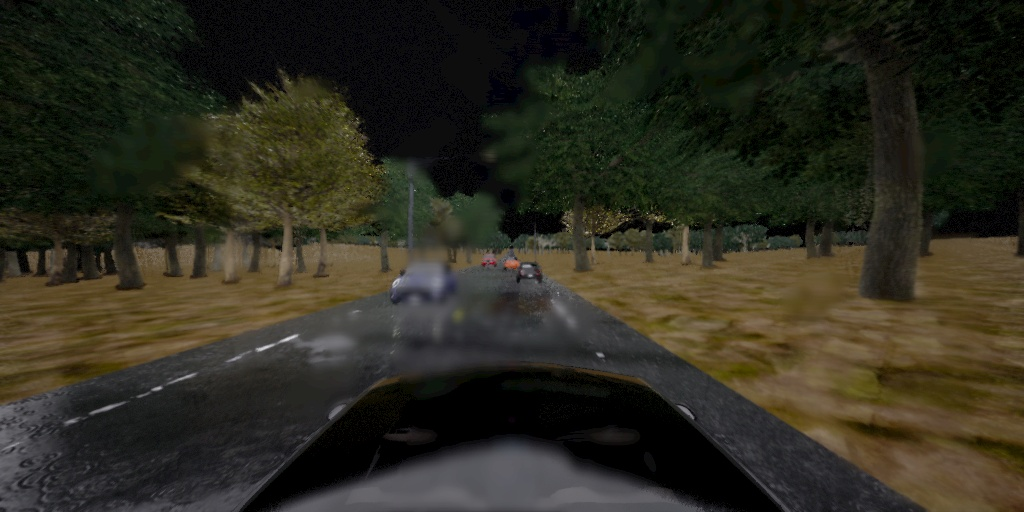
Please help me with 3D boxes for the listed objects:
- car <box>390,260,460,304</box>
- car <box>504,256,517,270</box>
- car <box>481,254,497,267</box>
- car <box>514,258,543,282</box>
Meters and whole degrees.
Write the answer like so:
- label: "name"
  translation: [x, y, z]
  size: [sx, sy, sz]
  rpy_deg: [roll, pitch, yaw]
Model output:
- label: "car"
  translation: [-3.583, 1.007, 15.453]
  size: [2.097, 1.767, 4.553]
  rpy_deg: [0, 0, 0]
- label: "car"
  translation: [0.040, 0.841, 46.774]
  size: [2.097, 1.767, 4.553]
  rpy_deg: [0, 0, 1]
- label: "car"
  translation: [-3.521, 0.667, 55.968]
  size: [2.150, 2.045, 5.566]
  rpy_deg: [0, 0, 1]
- label: "car"
  translation: [1.232, 1.121, 26.300]
  size: [1.812, 1.442, 4.674]
  rpy_deg: [0, 0, 0]
